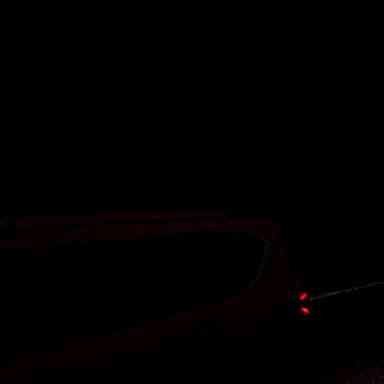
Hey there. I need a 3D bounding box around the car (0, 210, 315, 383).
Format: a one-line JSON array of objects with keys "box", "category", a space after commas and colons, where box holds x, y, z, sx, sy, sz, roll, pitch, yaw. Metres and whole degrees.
[{"box": [-1.429, 1.216, 2.526, 5.566, 2.045, 2.150, 0, 0, -34], "category": "car"}]
